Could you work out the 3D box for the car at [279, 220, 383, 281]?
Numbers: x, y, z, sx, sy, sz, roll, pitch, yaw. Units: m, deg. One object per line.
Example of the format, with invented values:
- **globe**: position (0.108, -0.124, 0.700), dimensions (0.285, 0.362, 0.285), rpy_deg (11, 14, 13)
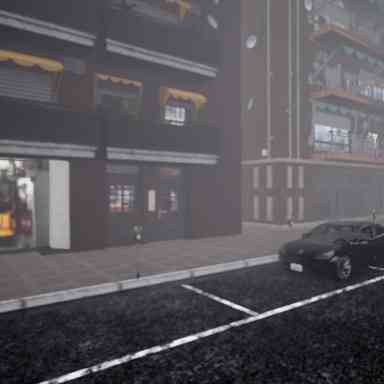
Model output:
- **car**: position (4.434, 1.537, 9.724), dimensions (4.313, 1.339, 1.947), rpy_deg (0, 0, -35)
